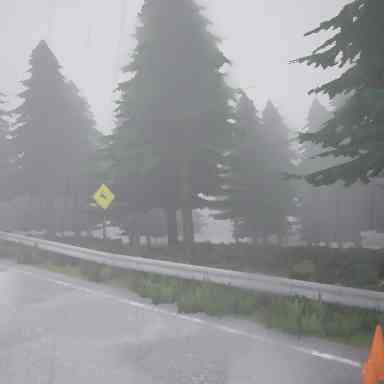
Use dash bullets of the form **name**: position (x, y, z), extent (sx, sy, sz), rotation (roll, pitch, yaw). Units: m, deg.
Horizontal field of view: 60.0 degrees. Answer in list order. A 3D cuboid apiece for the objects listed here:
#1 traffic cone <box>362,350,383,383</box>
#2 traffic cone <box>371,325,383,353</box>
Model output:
- **traffic cone**: position (1.773, 1.956, 3.294), extent (0.340, 0.580, 0.340), rotation (0, 0, 34)
- **traffic cone**: position (2.321, 1.956, 4.127), extent (0.340, 0.580, 0.340), rotation (0, 0, 34)
